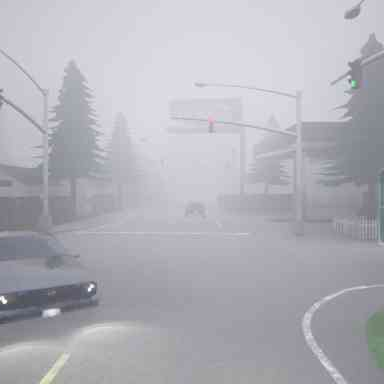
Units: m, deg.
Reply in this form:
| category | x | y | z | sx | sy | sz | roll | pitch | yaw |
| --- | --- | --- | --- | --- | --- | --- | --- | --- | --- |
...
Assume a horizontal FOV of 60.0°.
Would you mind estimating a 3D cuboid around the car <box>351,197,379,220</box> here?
| category | x | y | z | sx | sy | sz | roll | pitch | yaw |
| --- | --- | --- | --- | --- | --- | --- | --- | --- | --- |
| car | 14.464 | 1.505 | 24.884 | 3.866 | 1.878 | 1.905 | 0 | 0 | 0 |

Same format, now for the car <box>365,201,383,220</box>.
| category | x | y | z | sx | sy | sz | roll | pitch | yaw |
| --- | --- | --- | --- | --- | --- | --- | --- | --- | --- |
| car | 18.813 | 1.672 | 30.537 | 4.611 | 1.667 | 2.242 | 0 | 0 | 0 |

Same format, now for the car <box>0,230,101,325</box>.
| category | x | y | z | sx | sy | sz | roll | pitch | yaw |
| --- | --- | --- | --- | --- | --- | --- | --- | --- | --- |
| car | -3.890 | 1.604 | 7.586 | 2.033 | 1.411 | 5.357 | 2 | -2 | -37 |

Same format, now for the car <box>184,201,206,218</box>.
| category | x | y | z | sx | sy | sz | roll | pitch | yaw |
| --- | --- | --- | --- | --- | --- | --- | --- | --- | --- |
| car | 0.297 | 1.593 | 31.779 | 1.837 | 1.490 | 4.892 | 2 | -1 | 0 |

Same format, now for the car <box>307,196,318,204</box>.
| category | x | y | z | sx | sy | sz | roll | pitch | yaw |
| --- | --- | --- | --- | --- | --- | --- | --- | --- | --- |
| car | 22.751 | 1.552 | 63.919 | 1.970 | 1.475 | 3.806 | 0 | 0 | 0 |

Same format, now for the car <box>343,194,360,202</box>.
| category | x | y | z | sx | sy | sz | roll | pitch | yaw |
| --- | --- | --- | --- | --- | --- | --- | --- | --- | --- |
| car | 35.185 | 1.489 | 71.662 | 2.007 | 1.523 | 4.514 | 0 | 0 | 0 |
